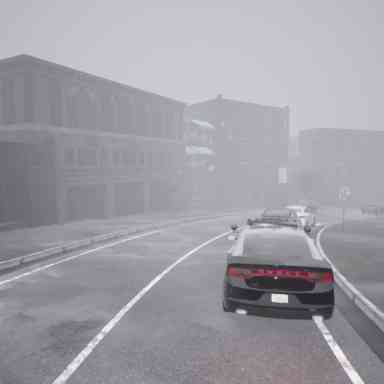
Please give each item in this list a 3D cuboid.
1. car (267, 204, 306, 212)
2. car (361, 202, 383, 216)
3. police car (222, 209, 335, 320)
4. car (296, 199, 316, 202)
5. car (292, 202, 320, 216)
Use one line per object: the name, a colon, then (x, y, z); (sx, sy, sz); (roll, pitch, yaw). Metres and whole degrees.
car: (4.437, 1.543, 16.613); (1.837, 1.490, 4.892); (2, 0, 22)
car: (22.138, 1.991, 39.580); (4.902, 1.511, 2.128); (2, 3, -33)
police car: (1.817, 1.432, 7.637); (1.930, 1.638, 5.238); (1, 0, 10)
car: (12.202, 1.559, 36.132); (4.892, 1.490, 1.837); (1, 2, -44)
car: (6.860, 1.606, 21.757); (1.812, 1.442, 4.674); (2, 1, 29)
